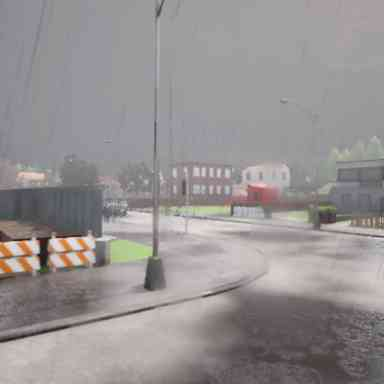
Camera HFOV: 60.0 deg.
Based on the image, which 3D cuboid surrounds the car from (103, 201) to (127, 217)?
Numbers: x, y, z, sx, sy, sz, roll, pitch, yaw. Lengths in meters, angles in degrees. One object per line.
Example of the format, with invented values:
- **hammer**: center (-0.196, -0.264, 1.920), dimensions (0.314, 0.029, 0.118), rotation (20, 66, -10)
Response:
- **car**: center (-8.056, 1.653, 32.612), dimensions (1.812, 1.442, 4.674), rotation (1, 0, -36)
